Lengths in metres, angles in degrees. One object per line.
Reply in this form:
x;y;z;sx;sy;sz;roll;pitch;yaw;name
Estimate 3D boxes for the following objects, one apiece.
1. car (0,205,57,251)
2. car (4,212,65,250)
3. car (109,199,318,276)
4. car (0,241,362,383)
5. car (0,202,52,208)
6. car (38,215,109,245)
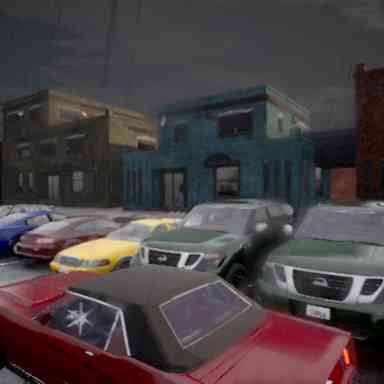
-5.709;1.478;13.016;2.097;1.535;5.008;0;0;35;car
-3.465;1.510;11.419;2.002;1.452;4.674;0;0;35;car
1.007;1.216;8.199;2.435;2.045;5.566;0;0;35;car
-0.793;1.590;3.941;4.718;1.301;1.895;0;0;35;car
-7.934;1.365;14.647;2.185;1.767;4.553;0;0;35;car
-1.325;1.461;9.669;1.946;1.575;5.366;0;0;35;car
